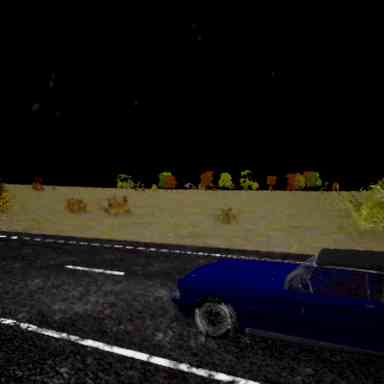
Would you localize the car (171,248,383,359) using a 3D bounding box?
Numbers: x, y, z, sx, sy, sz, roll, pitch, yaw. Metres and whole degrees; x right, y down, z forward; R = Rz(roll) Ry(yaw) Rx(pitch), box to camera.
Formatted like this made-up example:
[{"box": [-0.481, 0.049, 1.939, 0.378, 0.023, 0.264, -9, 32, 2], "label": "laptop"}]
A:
[{"box": [2.085, 1.553, 5.068, 4.718, 1.301, 1.895, 0, 0, 26], "label": "car"}]
